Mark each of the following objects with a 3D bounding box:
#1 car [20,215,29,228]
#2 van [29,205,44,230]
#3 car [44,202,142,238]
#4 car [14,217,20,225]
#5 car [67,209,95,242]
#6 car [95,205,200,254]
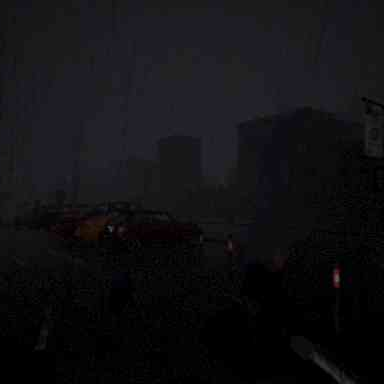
[{"bbox_3d":[-11.069,2.086,27.087,4.553,1.767,2.185,0,-2,-38],"label":"car"},{"bbox_3d":[-9.269,1.878,24.646,4.442,1.987,1.878,0,-2,-38],"label":"van"},{"bbox_3d":[-5.384,1.655,19.828,5.566,2.045,2.435,0,-2,-38],"label":"car"},{"bbox_3d":[-12.692,2.324,29.513,5.366,1.575,1.946,0,-2,-38],"label":"car"},{"bbox_3d":[-3.556,1.829,17.546,5.008,1.535,2.097,0,-2,-38],"label":"car"},{"bbox_3d":[-1.699,1.623,15.150,4.553,1.767,2.185,0,-2,-38],"label":"car"}]
